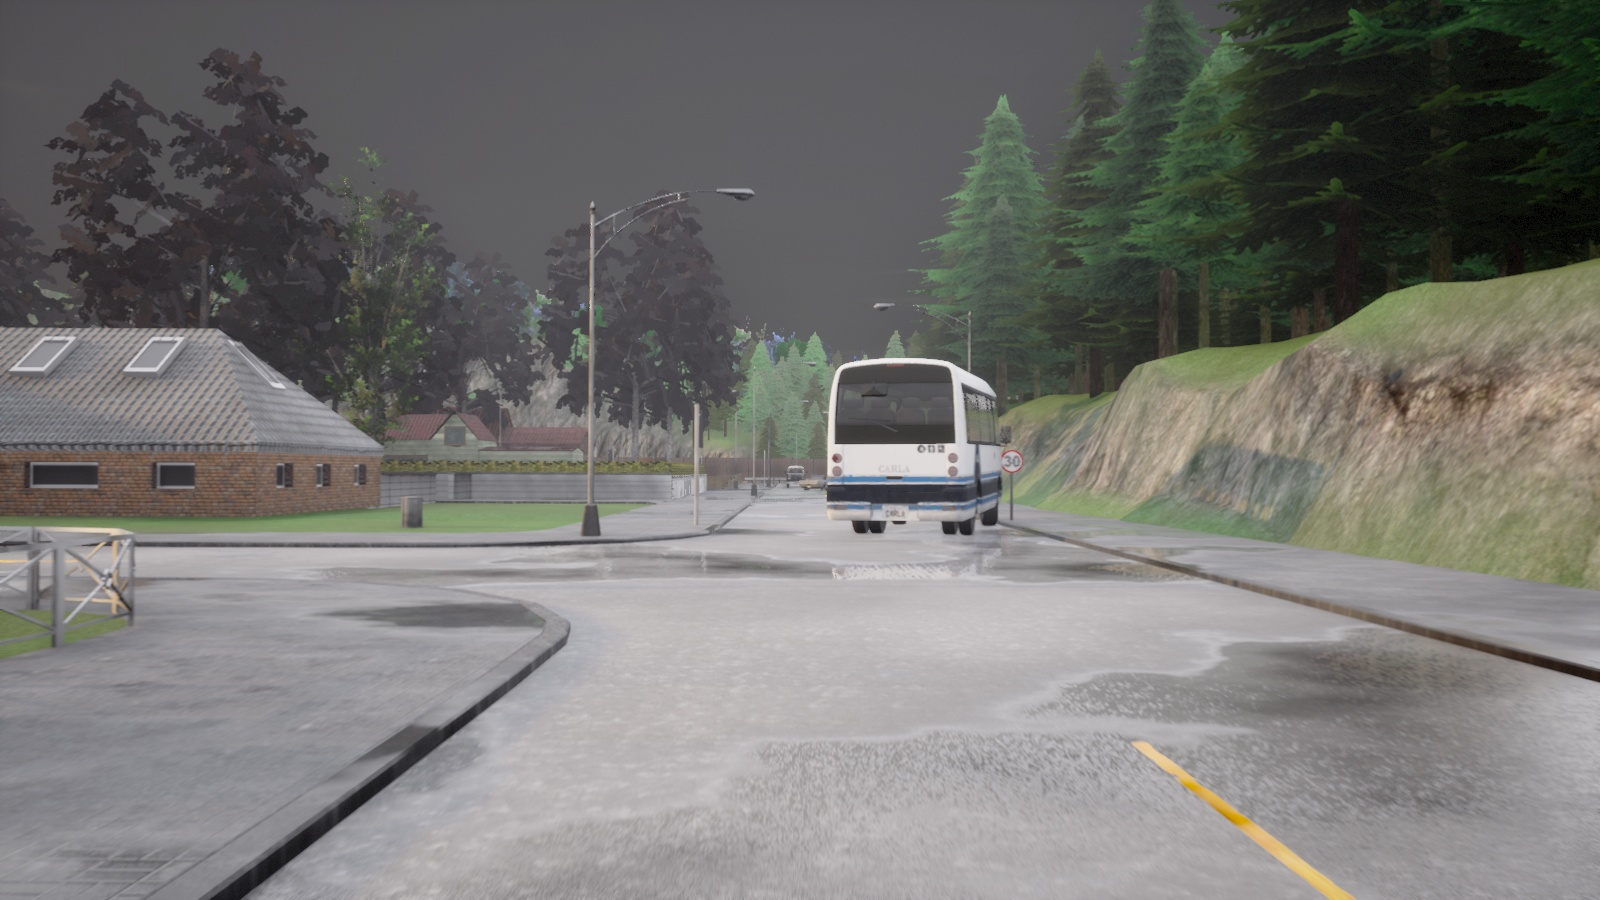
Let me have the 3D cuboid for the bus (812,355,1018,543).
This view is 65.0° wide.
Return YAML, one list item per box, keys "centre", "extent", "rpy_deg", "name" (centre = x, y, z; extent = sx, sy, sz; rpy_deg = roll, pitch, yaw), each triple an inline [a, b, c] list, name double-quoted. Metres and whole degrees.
- centre: [3.472, 0.008, 33.898]
  extent: [3.944, 4.253, 10.273]
  rpy_deg: [-1, 0, 14]
  name: "bus"
